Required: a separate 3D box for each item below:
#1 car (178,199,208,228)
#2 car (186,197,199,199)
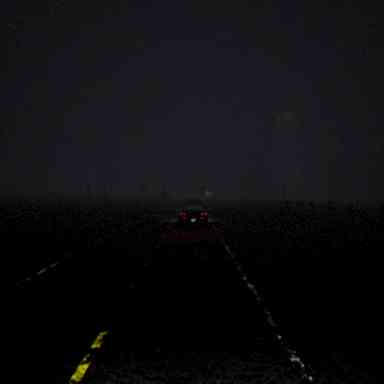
[{"bbox_3d":[0.067,1.400,21.249,1.812,1.442,4.674,0,0,0],"label":"car"},{"bbox_3d":[0.053,1.303,34.174,1.837,1.490,4.892,0,-1,0],"label":"car"}]
